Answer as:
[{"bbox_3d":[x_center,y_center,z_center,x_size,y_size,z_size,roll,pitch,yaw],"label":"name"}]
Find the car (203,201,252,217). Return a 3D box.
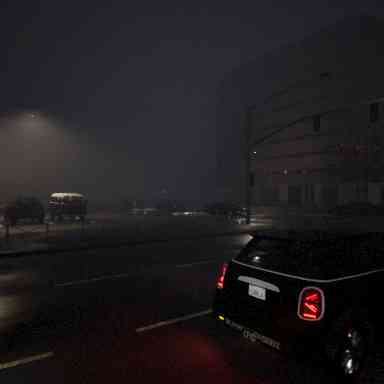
[{"bbox_3d":[3.168,1.603,31.431,2.033,1.411,5.357,0,0,-35],"label":"car"}]

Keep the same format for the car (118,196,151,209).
[{"bbox_3d":[-8.287,1.407,47.579,2.097,1.767,4.553,0,0,-35],"label":"car"}]

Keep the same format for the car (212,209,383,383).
[{"bbox_3d":[2.601,1.352,5.658,4.553,1.767,2.097,0,0,-35],"label":"car"}]

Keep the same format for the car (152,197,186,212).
[{"bbox_3d":[-2.525,1.581,39.464,1.812,1.442,4.674,0,0,-36],"label":"car"}]

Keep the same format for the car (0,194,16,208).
[{"bbox_3d":[-31.719,1.209,56.462,1.932,1.855,4.605,0,0,-35],"label":"car"}]

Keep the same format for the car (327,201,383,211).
[{"bbox_3d":[15.713,1.597,31.500,5.357,1.411,2.033,0,0,41],"label":"car"}]

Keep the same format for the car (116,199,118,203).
[{"bbox_3d":[-13.960,1.619,67.980,1.994,1.385,4.181,0,0,-35],"label":"car"}]
